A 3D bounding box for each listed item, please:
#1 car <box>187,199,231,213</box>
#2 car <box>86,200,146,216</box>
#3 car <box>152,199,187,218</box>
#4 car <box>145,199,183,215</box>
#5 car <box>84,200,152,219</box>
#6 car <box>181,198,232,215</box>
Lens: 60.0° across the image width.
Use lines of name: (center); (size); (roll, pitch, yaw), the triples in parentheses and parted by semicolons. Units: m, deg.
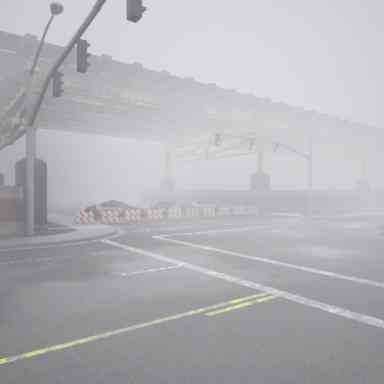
car: (1.400, 1.295, 34.029); (4.536, 1.218, 1.853); (0, 0, -7)
car: (-6.261, 1.295, 27.605); (4.536, 1.218, 1.853); (0, 0, 8)
car: (-2.462, 1.453, 30.280); (2.038, 1.542, 4.974); (0, 0, 18)
car: (-2.446, 1.295, 30.329); (1.853, 1.218, 4.536); (0, 0, 18)
car: (-6.209, 1.453, 27.598); (4.974, 1.542, 2.038); (0, 0, 8)
car: (1.452, 1.453, 34.036); (4.974, 1.542, 2.038); (0, 0, -7)
